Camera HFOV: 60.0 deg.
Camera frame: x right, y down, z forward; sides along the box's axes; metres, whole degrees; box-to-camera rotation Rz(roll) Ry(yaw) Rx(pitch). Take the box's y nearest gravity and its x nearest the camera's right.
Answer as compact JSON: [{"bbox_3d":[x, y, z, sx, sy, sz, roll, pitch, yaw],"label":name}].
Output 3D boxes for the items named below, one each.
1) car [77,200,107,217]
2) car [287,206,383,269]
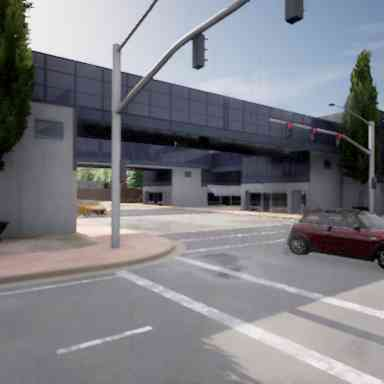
[{"bbox_3d":[-9.812,1.552,32.022,1.882,1.535,5.008,0,0,-36],"label":"car"},{"bbox_3d":[5.603,1.417,11.278,2.097,1.767,4.553,1,0,-39],"label":"car"}]
